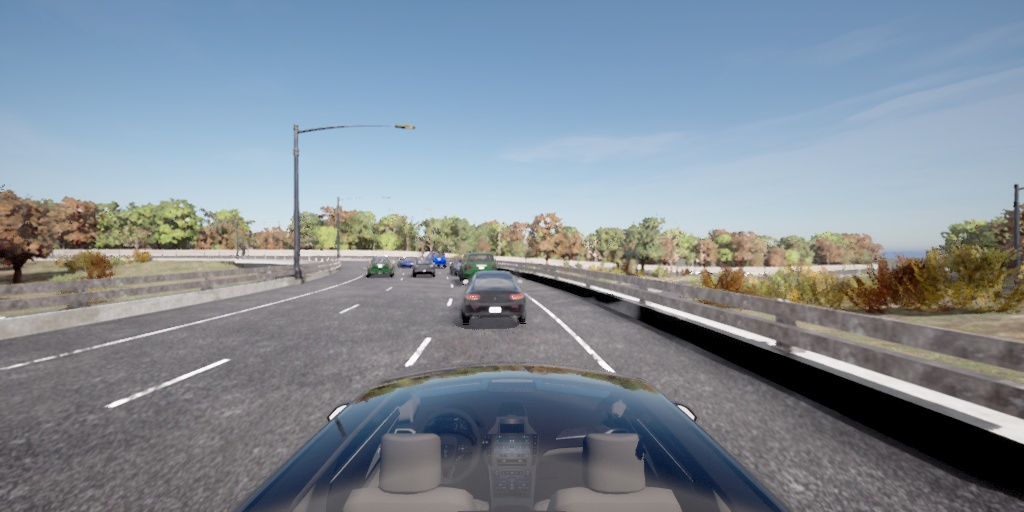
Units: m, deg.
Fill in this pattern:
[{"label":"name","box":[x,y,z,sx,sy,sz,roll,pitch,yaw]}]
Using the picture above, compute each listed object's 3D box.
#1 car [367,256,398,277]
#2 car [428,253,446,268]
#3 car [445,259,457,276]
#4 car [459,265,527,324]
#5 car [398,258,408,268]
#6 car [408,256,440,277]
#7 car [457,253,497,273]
[{"label":"car","box":[-11.374,0.860,31.401,2.097,1.767,4.553,0,0,-16]},{"label":"car","box":[-10.530,0.577,49.020,2.150,2.045,5.566,0,0,-24]},{"label":"car","box":[-4.702,1.035,33.454,2.033,1.411,5.357,0,1,-16]},{"label":"car","box":[-0.603,1.194,11.500,1.812,1.442,4.674,0,1,-4]},{"label":"car","box":[-14.587,0.923,49.345,1.994,1.385,4.181,0,0,-26]},{"label":"car","box":[-7.810,0.997,31.602,2.128,1.511,4.902,0,1,-16]},{"label":"car","box":[-2.290,0.789,23.756,2.150,2.045,5.566,0,0,-11]}]
